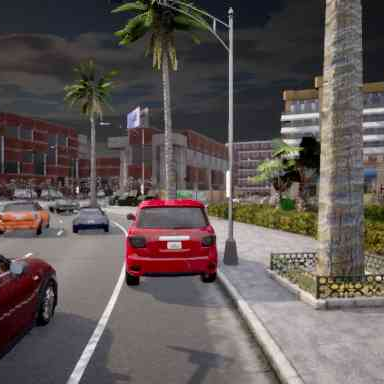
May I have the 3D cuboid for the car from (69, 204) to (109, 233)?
[{"bbox_3d":[-6.102,1.561,19.966,1.994,1.385,4.181,0,0,-18],"label":"car"}]

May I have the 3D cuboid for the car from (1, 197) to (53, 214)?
[{"bbox_3d":[-9.439,1.344,18.953,2.097,1.767,4.553,0,0,-17],"label":"car"}]

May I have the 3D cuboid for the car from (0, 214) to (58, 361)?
[{"bbox_3d":[-3.325,1.349,4.095,2.097,1.767,4.553,0,0,-4],"label":"car"}]

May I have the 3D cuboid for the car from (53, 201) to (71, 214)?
[{"bbox_3d":[-13.465,1.591,34.083,1.895,1.301,4.718,0,0,-38],"label":"car"}]

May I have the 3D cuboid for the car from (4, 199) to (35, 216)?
[{"bbox_3d":[-17.299,1.512,33.253,1.812,1.442,4.674,0,0,-39],"label":"car"}]

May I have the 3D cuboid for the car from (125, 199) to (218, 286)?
[{"bbox_3d":[-0.718,1.220,9.685,2.150,2.045,5.566,0,0,-7],"label":"car"}]
